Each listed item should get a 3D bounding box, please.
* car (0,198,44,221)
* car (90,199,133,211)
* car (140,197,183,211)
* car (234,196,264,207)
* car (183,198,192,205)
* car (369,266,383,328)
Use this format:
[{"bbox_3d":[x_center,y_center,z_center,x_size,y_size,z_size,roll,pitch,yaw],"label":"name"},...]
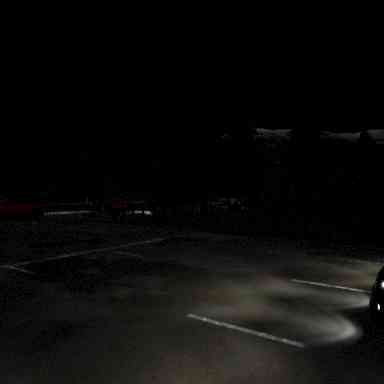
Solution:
[{"bbox_3d":[-14.103,1.265,25.955,2.097,1.767,4.553,0,0,33],"label":"car"},{"bbox_3d":[-9.278,1.494,38.340,1.895,1.301,4.718,0,0,43],"label":"car"},{"bbox_3d":[-3.815,1.416,38.997,4.892,1.490,1.837,0,0,-45],"label":"car"},{"bbox_3d":[8.430,1.433,49.183,4.892,1.490,1.837,0,0,-34],"label":"car"},{"bbox_3d":[-2.081,1.426,45.385,4.674,1.442,1.812,0,0,-41],"label":"car"},{"bbox_3d":[5.064,1.352,4.633,4.553,1.767,2.097,0,0,36],"label":"car"}]
